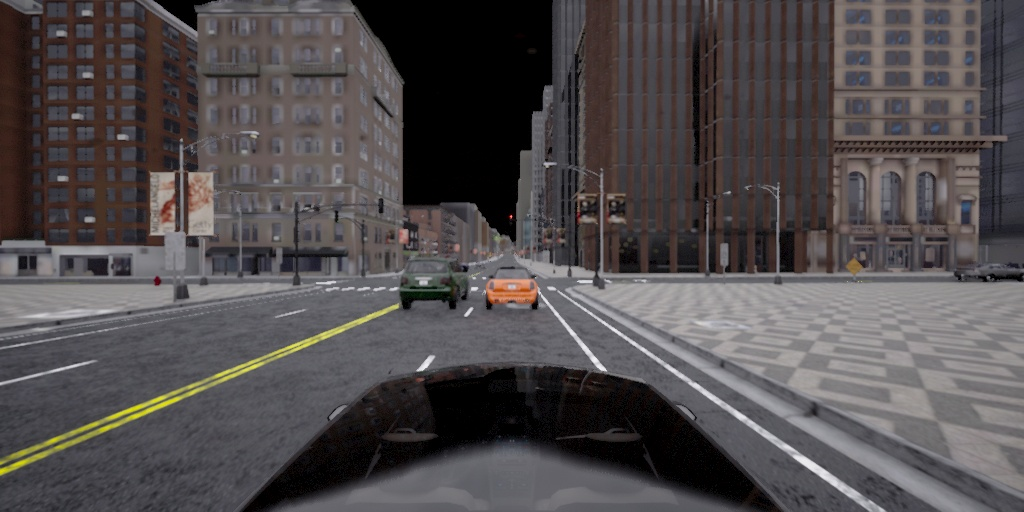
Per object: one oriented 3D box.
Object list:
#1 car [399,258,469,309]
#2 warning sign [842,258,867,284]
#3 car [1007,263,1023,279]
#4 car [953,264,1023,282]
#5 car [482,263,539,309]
[{"bbox_3d":[-3.252,1.103,15.880,2.150,2.045,5.566,0,0,0],"label":"car"},{"bbox_3d":[25.174,1.068,26.349,1.060,1.860,1.300,0,0,0],"label":"warning sign"},{"bbox_3d":[48.472,1.365,32.157,5.357,1.411,2.033,0,0,0],"label":"car"},{"bbox_3d":[39.028,1.372,29.114,4.902,1.511,2.128,0,0,0],"label":"car"},{"bbox_3d":[0.000,1.237,15.916,2.097,1.767,4.553,0,-1,0],"label":"car"}]
